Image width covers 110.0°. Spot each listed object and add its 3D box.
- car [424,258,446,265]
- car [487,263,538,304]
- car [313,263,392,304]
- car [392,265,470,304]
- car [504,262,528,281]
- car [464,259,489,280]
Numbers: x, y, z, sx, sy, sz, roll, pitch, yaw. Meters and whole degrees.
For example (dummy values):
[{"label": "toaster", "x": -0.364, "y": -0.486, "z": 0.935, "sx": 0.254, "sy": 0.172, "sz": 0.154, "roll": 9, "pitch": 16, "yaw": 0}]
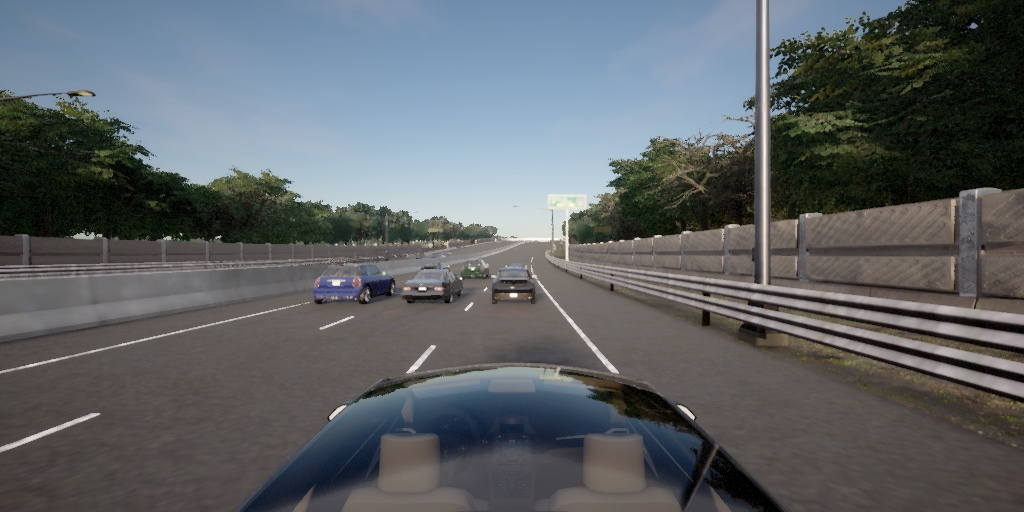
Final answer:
[{"label": "car", "x": -6.625, "y": 1.221, "z": 31.229, "sx": 1.837, "sy": 1.490, "sz": 4.892, "roll": 0, "pitch": 0, "yaw": 1}, {"label": "car", "x": 0.092, "y": 1.260, "z": 16.213, "sx": 1.837, "sy": 1.490, "sz": 4.892, "roll": 0, "pitch": 0, "yaw": 1}, {"label": "car", "x": -6.908, "y": 1.108, "z": 16.270, "sx": 2.097, "sy": 1.767, "sz": 4.553, "roll": 0, "pitch": 0, "yaw": 1}, {"label": "car", "x": -3.408, "y": 1.306, "z": 16.256, "sx": 2.033, "sy": 1.411, "sz": 5.357, "roll": 0, "pitch": 0, "yaw": 1}, {"label": "car", "x": 0.372, "y": 1.280, "z": 31.053, "sx": 1.994, "sy": 1.385, "sz": 4.181, "roll": 0, "pitch": 0, "yaw": 1}, {"label": "car", "x": -3.127, "y": 1.072, "z": 31.110, "sx": 2.097, "sy": 1.767, "sz": 4.553, "roll": 0, "pitch": 0, "yaw": 1}]
